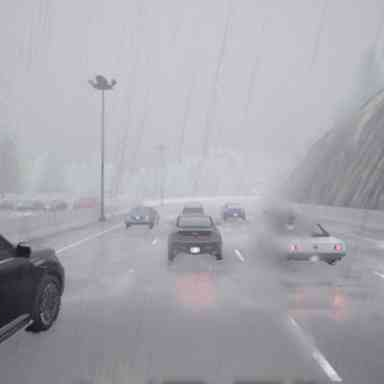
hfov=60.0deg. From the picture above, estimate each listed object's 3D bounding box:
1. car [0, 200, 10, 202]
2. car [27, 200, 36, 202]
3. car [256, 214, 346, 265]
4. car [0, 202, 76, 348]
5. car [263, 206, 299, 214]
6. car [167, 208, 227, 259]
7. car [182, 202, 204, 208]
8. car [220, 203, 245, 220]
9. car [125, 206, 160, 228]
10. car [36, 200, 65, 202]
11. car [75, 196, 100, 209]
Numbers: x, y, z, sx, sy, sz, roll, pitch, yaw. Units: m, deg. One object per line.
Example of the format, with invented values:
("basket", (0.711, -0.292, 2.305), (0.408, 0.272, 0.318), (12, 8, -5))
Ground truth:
("car", (-24.558, 1.800, 42.639), (1.812, 1.442, 4.674), (0, 0, 1))
("car", (-21.051, 1.831, 44.096), (2.033, 1.411, 5.357), (0, 0, 1))
("car", (3.599, 1.678, 11.997), (1.895, 1.301, 4.718), (0, 0, 0))
("car", (-3.402, 1.246, 3.747), (2.150, 2.045, 5.566), (0, 0, 0))
("car", (7.096, 1.775, 27.107), (1.895, 1.301, 4.718), (0, 0, 0))
("car", (0.098, 1.589, 12.914), (1.837, 1.490, 4.892), (0, 0, 0))
("car", (0.095, 1.672, 30.234), (1.882, 1.535, 5.008), (0, 0, 0))
("car", (3.582, 1.717, 29.726), (1.812, 1.442, 4.674), (0, 0, 0))
("car", (-3.403, 1.698, 23.340), (2.033, 1.411, 5.357), (0, 0, 0))
("car", (-17.558, 1.767, 42.917), (2.128, 1.511, 4.902), (0, 0, 1))
("car", (-14.047, 1.511, 44.648), (2.150, 2.045, 5.566), (0, -1, 1))
